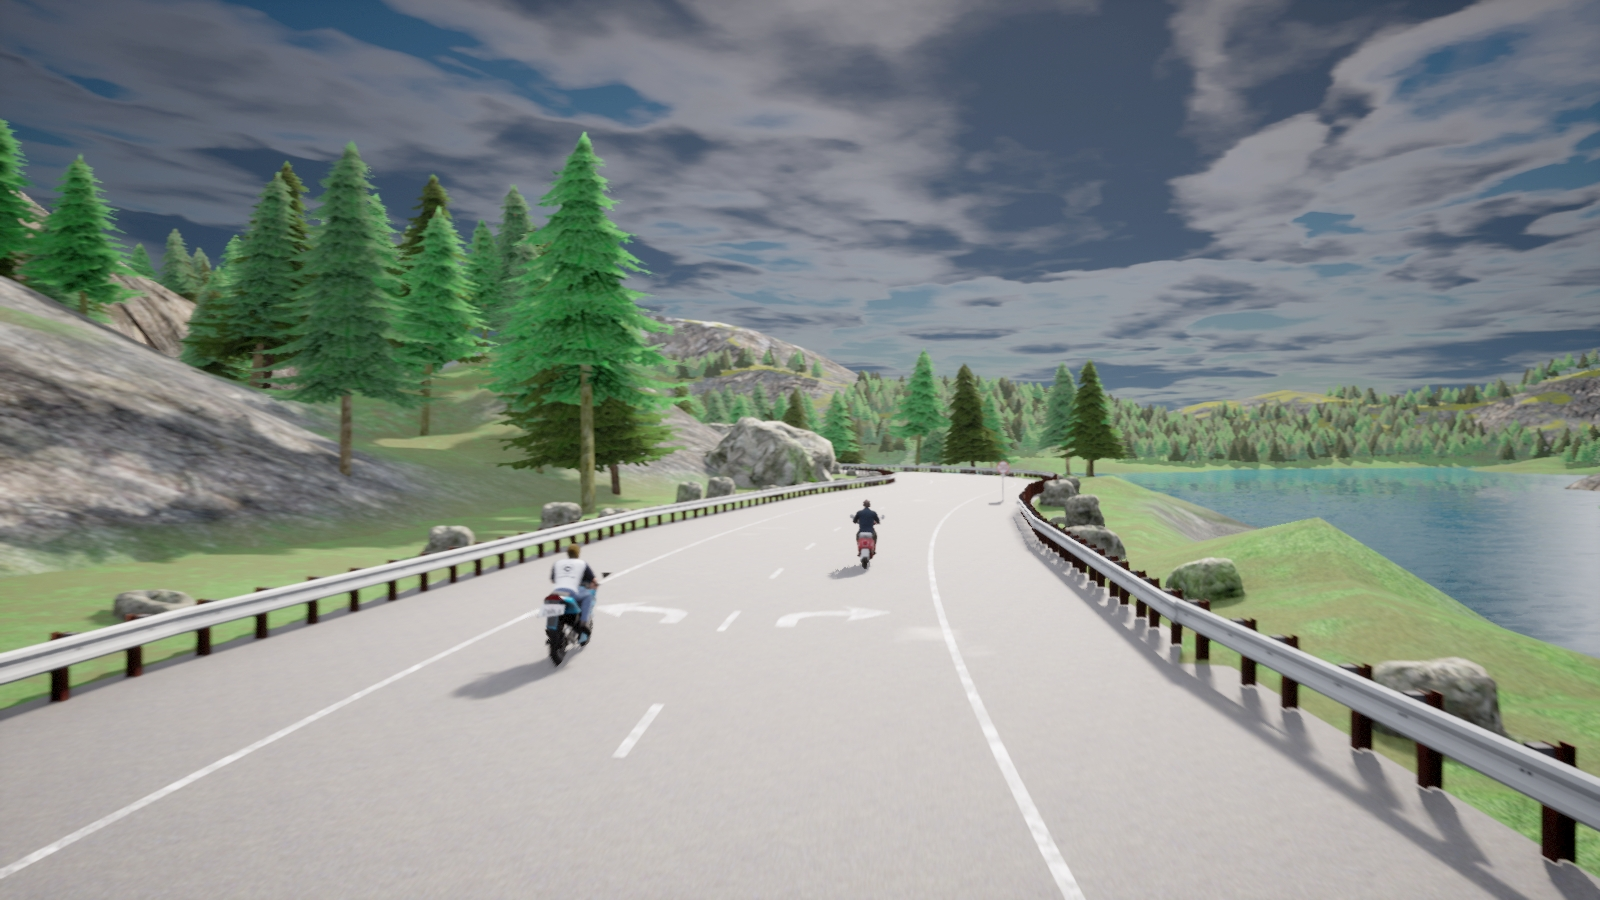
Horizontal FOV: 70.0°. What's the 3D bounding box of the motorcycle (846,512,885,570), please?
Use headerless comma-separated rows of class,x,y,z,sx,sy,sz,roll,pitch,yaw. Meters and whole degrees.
motorcycle,1.608,2.183,27.641,0.856,1.236,1.805,1,0,6

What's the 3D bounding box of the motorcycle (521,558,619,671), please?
motorcycle,-3.071,2.174,15.443,0.803,1.217,2.033,0,0,3
